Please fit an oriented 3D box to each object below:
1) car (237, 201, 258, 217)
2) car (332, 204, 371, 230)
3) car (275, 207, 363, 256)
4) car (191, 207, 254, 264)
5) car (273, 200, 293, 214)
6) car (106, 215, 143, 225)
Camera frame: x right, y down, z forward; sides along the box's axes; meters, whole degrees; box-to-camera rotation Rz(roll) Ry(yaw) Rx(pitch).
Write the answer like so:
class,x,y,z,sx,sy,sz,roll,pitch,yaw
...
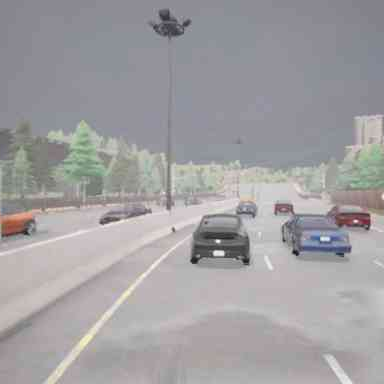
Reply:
class,x,y,z,sx,sy,sz,roll,pitch,yaw
car,5.236,1.573,31.881,2.033,1.411,5.357,0,0,14
car,10.003,1.532,21.597,1.882,1.535,5.008,0,0,13
car,4.718,1.573,13.286,2.033,1.411,5.357,0,0,9
car,1.077,1.510,11.921,1.837,1.490,4.892,0,0,7
car,9.617,1.528,35.110,1.882,1.535,5.008,0,0,13
car,-4.333,1.520,22.683,2.033,1.411,5.357,0,0,13
